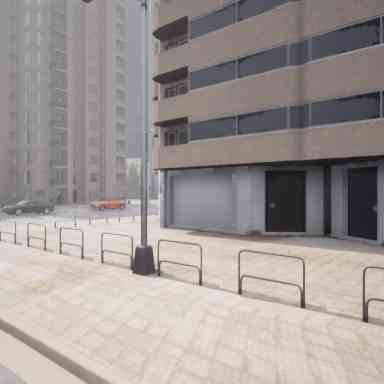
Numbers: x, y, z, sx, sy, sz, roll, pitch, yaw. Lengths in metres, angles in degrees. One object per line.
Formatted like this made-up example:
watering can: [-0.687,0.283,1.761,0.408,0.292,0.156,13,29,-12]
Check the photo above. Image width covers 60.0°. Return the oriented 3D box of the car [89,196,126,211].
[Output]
car: [-10.623,1.407,41.737,2.097,1.767,4.553,0,0,39]

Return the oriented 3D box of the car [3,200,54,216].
car: [-16.681,1.560,34.146,1.837,1.490,4.892,0,0,39]
